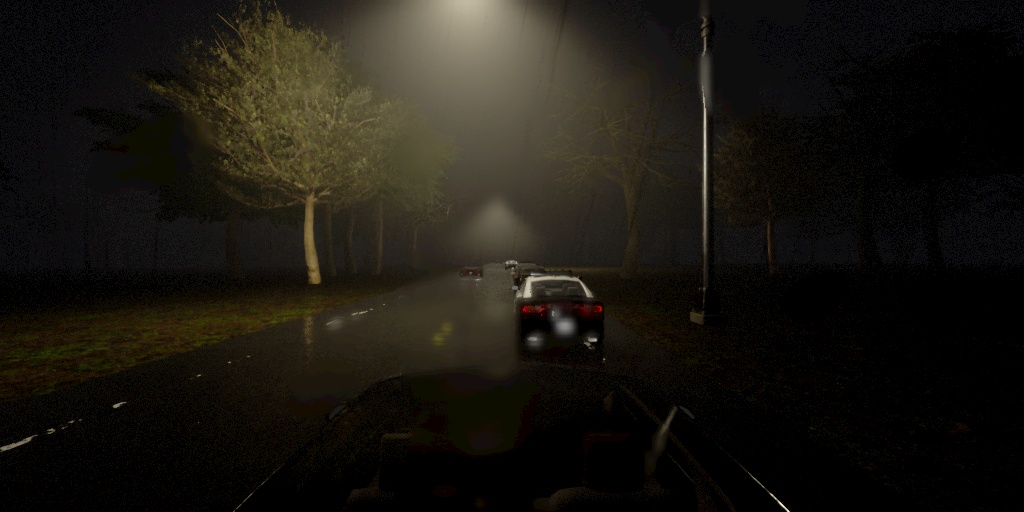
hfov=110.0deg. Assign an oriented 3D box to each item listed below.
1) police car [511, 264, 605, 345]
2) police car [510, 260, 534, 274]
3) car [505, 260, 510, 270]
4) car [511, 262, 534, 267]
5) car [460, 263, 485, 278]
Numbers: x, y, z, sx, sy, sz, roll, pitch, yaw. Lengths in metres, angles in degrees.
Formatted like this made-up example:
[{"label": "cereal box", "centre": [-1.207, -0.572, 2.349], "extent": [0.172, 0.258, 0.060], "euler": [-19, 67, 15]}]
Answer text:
[{"label": "police car", "centre": [1.033, 1.178, 9.623], "extent": [1.930, 1.638, 5.238], "euler": [0, 0, 0]}, {"label": "police car", "centre": [1.001, 1.185, 25.626], "extent": [1.930, 1.638, 5.238], "euler": [0, 0, 0]}, {"label": "car", "centre": [-0.037, 1.393, 52.779], "extent": [1.895, 1.301, 4.718], "euler": [0, 0, 0]}, {"label": "car", "centre": [1.013, 1.263, 19.516], "extent": [1.837, 1.490, 4.892], "euler": [0, 0, 0]}, {"label": "car", "centre": [-3.666, 1.331, 33.912], "extent": [1.994, 1.385, 4.181], "euler": [0, 0, 0]}]
